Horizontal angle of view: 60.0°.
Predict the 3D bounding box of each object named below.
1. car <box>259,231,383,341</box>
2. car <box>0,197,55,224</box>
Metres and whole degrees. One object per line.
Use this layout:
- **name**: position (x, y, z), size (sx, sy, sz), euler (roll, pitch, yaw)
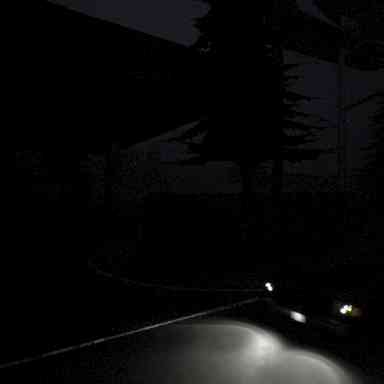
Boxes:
- **car**: position (3.804, 1.548, 6.703), size (5.357, 1.411, 2.033), euler (0, 0, -36)
- **car**: position (-11.918, 1.313, 23.510), size (3.866, 1.878, 1.905), euler (0, 0, -36)
